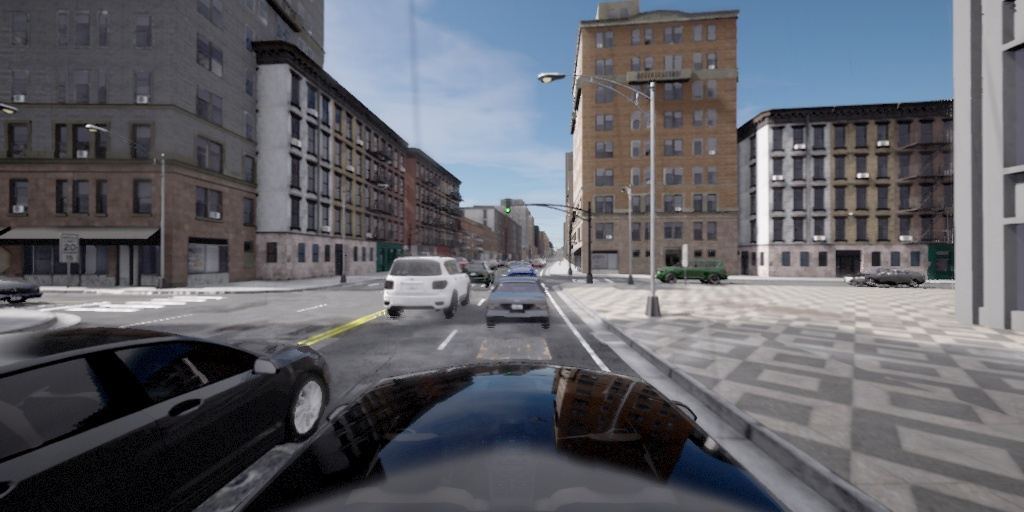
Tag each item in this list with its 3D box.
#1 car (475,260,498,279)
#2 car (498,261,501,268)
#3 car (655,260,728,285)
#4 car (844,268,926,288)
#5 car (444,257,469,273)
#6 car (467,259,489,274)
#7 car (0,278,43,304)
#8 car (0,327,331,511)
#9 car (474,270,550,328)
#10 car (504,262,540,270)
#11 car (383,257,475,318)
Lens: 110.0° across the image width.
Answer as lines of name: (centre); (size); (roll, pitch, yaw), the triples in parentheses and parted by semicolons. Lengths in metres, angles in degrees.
car: (-2.449, 1.236, 25.850); (2.097, 1.767, 4.553); (0, 0, 3)
car: (-3.478, 1.502, 55.652); (2.128, 1.511, 4.902); (0, 0, 6)
car: (14.915, 1.320, 30.045); (5.566, 2.045, 2.150); (1, 0, 7)
car: (29.157, 1.723, 28.178); (4.902, 1.511, 2.128); (0, 0, 8)
car: (-7.453, 1.209, 48.872); (2.150, 2.045, 5.566); (0, 0, 4)
car: (-4.388, 1.332, 46.813); (2.097, 1.767, 4.553); (0, 0, 6)
car: (-21.641, 1.211, 13.679); (5.357, 1.411, 2.033); (1, 0, -1)
car: (-3.120, 1.260, 2.432); (1.837, 1.490, 4.892); (0, 0, 0)
car: (0.221, 1.353, 11.620); (2.033, 1.411, 5.357); (0, 0, 2)
car: (0.721, 1.354, 24.291); (1.882, 1.535, 5.008); (0, 0, 3)
car: (-2.942, 1.041, 13.479); (2.150, 2.045, 5.566); (0, 0, 1)
